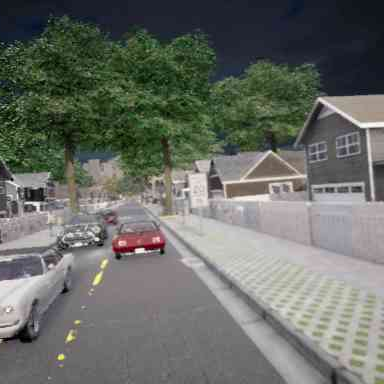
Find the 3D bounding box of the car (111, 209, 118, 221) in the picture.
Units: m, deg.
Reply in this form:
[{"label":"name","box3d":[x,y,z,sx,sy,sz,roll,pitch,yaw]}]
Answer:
[{"label":"car","box3d":[-7.914,2.326,30.682,1.994,1.385,4.181,-5,0,-10]}]

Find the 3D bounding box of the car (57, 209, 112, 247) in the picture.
[{"label":"car","box3d":[-5.663,1.879,17.557,2.097,1.767,4.553,-5,0,-10]}]

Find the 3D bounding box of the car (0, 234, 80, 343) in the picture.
[{"label":"car","box3d":[-3.798,1.939,6.950,1.895,1.301,4.718,-5,0,-10]}]

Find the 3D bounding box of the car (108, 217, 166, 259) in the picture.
[{"label":"car","box3d":[-2.204,1.825,13.982,1.895,1.301,4.718,-5,0,-9]}]
